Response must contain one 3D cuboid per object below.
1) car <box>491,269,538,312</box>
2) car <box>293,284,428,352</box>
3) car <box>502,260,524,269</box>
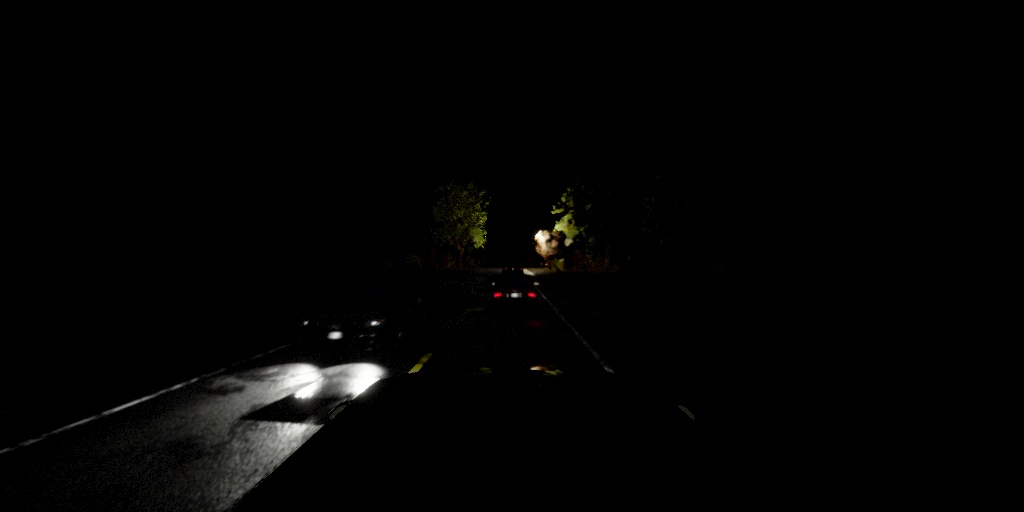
[{"bbox_3d":[0.098,1.471,15.253,2.033,1.411,5.357,0,-1,0],"label":"car"},{"bbox_3d":[-3.499,1.408,9.093,1.994,1.385,4.181,0,-1,0],"label":"car"},{"bbox_3d":[0.101,1.438,38.218,2.150,2.045,5.566,0,-1,0],"label":"car"}]
